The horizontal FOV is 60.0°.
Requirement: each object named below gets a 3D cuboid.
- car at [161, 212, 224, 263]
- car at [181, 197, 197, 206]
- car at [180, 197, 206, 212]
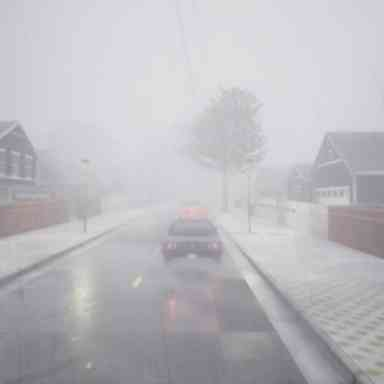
[{"bbox_3d":[0.037,1.631,12.065,1.895,1.301,4.718,0,0,1],"label":"car"},{"bbox_3d":[-0.416,1.658,59.391,2.128,1.511,4.902,0,0,8],"label":"car"},{"bbox_3d":[0.092,1.421,27.632,2.097,1.767,4.553,0,0,1],"label":"car"}]
